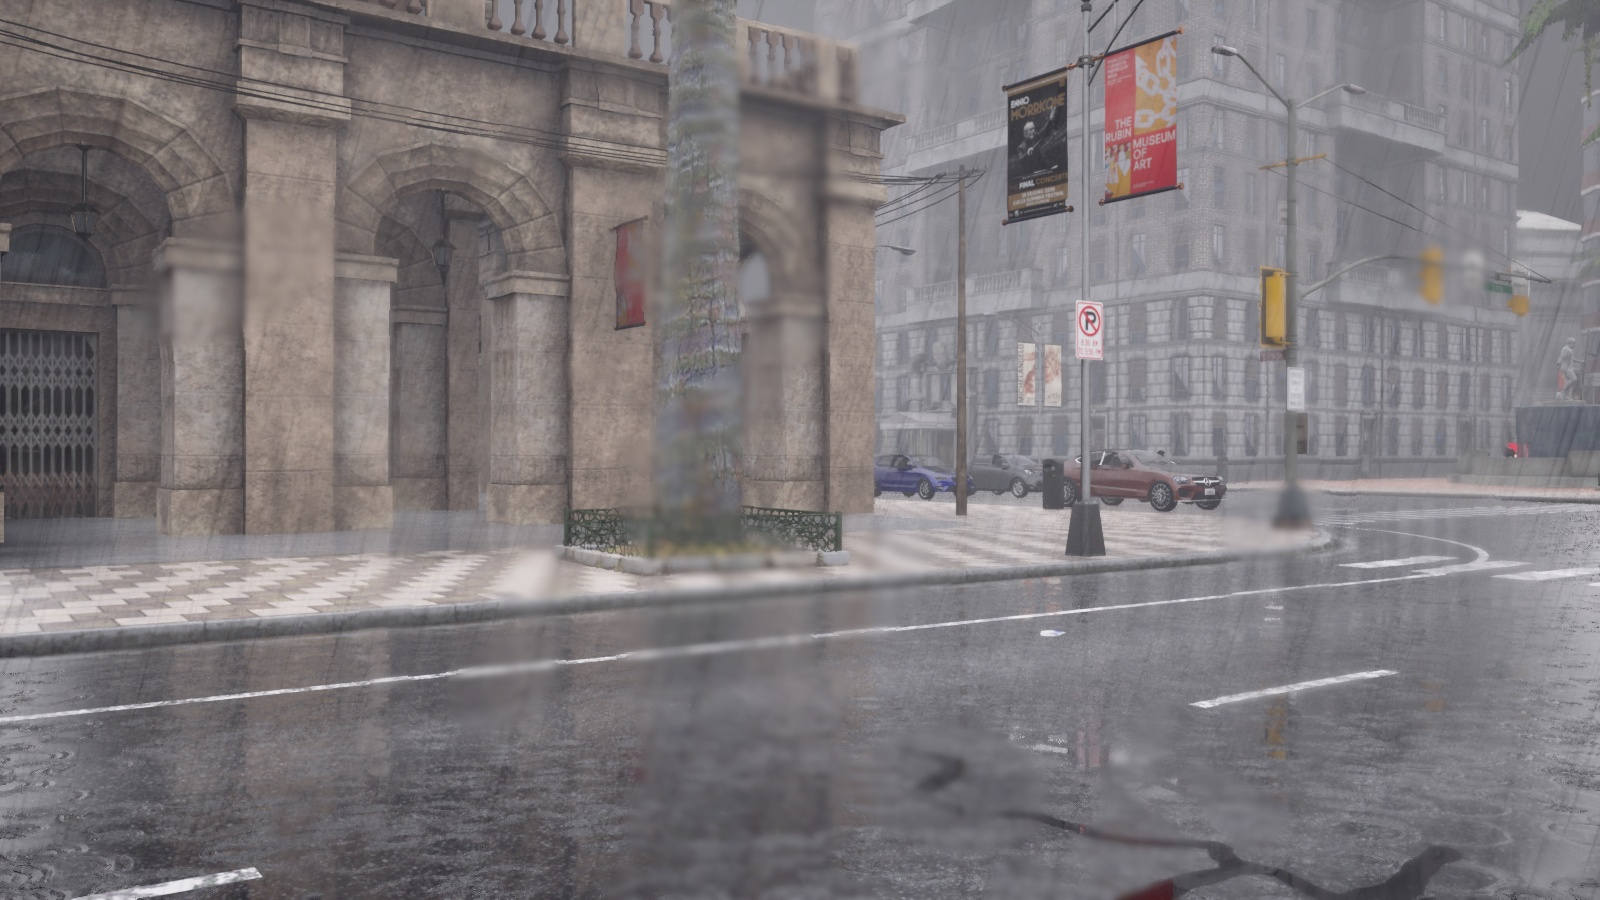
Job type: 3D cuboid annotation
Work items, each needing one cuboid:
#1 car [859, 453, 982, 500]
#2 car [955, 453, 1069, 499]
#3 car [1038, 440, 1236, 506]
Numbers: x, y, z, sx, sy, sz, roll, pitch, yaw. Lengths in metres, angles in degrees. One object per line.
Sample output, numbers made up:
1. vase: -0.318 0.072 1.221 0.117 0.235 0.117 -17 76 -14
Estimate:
1. car: 3.948 0.852 41.834 1.816 1.474 4.193 0 0 -34
2. car: 7.234 0.849 43.140 1.845 1.501 3.633 0 0 -35
3. car: 9.144 0.588 34.468 2.152 1.651 5.027 0 0 -35
